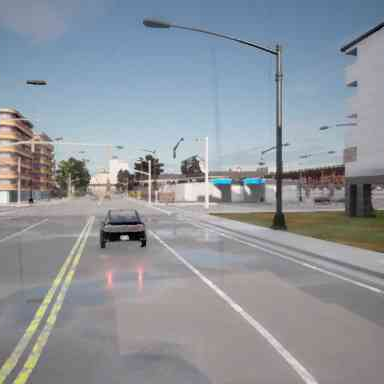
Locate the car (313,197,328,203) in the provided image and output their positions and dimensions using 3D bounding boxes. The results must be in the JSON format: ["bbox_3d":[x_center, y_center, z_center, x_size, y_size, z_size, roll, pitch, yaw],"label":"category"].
[{"bbox_3d":[26.106,1.587,66.582,4.718,1.301,1.895,0,0,-43],"label":"car"}]

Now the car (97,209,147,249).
[{"bbox_3d":[-3.115,1.493,14.733,2.128,1.511,4.902,0,0,-15],"label":"car"}]

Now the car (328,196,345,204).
[{"bbox_3d":[28.766,1.500,64.292,4.674,1.442,1.812,0,0,-43],"label":"car"}]
